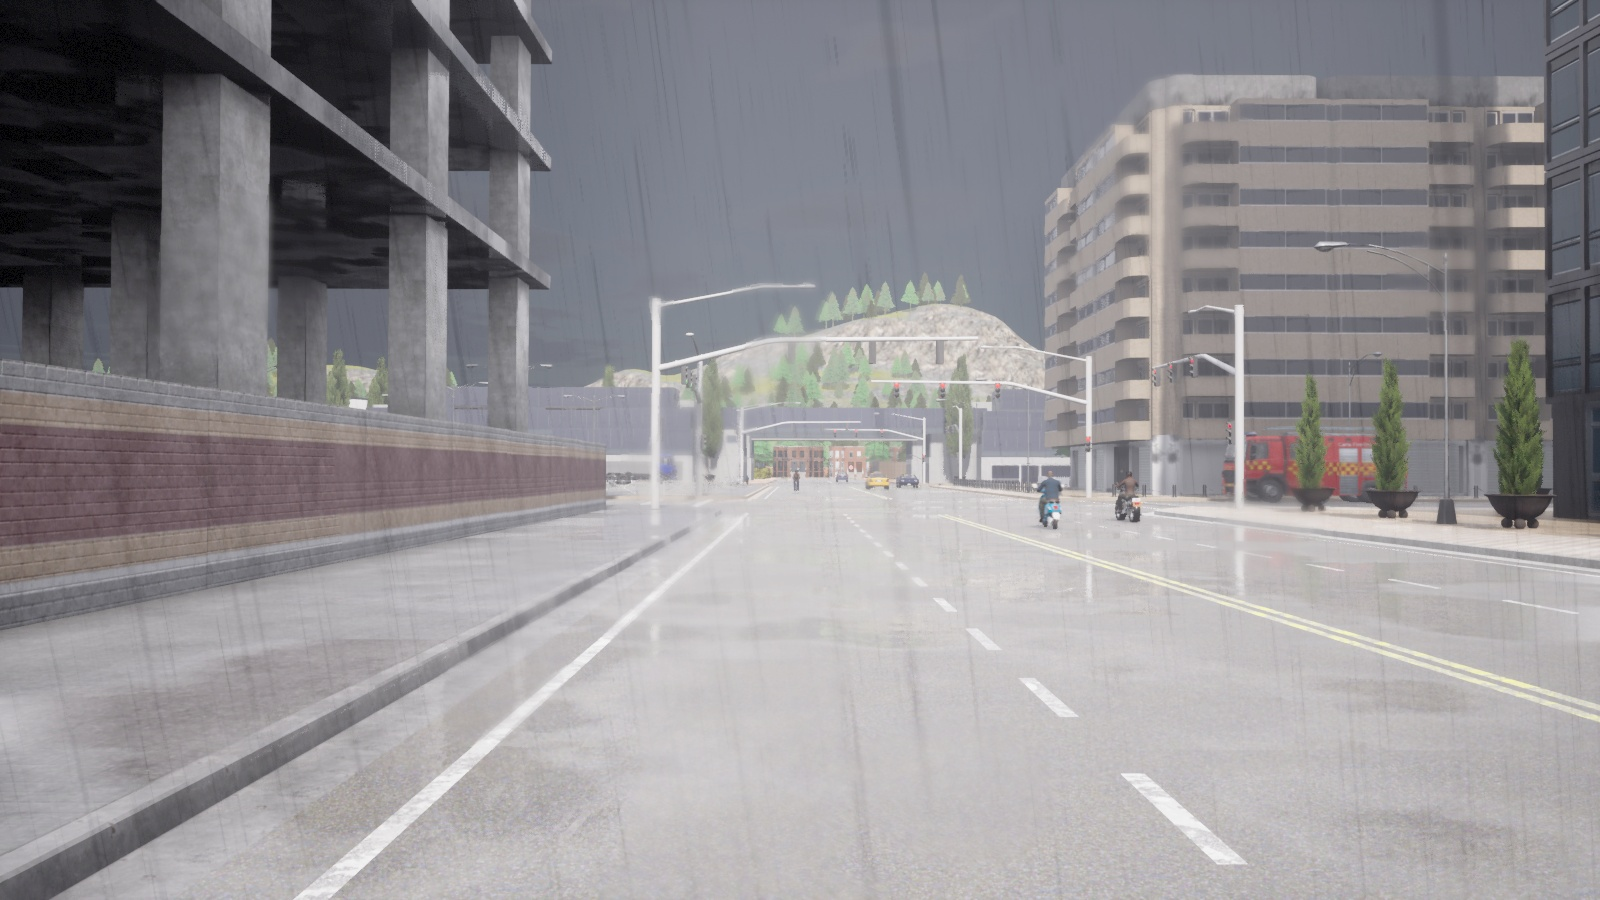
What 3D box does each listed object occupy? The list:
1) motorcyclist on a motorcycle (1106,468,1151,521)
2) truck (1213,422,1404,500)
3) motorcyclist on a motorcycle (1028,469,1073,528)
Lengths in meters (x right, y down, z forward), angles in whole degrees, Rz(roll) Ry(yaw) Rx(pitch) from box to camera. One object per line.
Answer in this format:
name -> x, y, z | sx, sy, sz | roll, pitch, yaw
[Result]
motorcyclist on a motorcycle -> 10.392, 1.390, 39.816 | 0.766, 1.649, 2.350 | 0, -1, 0
truck -> 25.637, 0.557, 63.589 | 8.468, 3.827, 2.891 | 0, -1, 0
motorcyclist on a motorcycle -> 6.906, 1.322, 34.725 | 0.866, 1.590, 1.817 | 0, -1, 0
